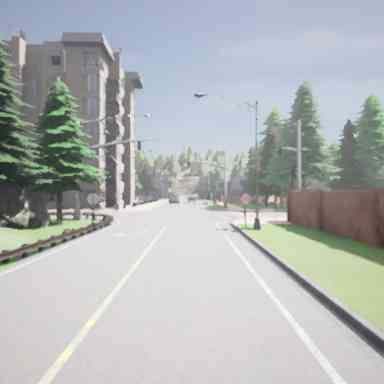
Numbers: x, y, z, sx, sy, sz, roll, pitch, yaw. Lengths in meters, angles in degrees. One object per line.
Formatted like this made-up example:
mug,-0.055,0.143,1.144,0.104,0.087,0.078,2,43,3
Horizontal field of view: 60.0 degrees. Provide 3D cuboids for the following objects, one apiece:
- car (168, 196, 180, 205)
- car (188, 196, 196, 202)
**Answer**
car,-3.511,1.505,64.918,2.097,1.767,4.553,0,0,0
car,0.007,1.531,75.037,2.033,1.411,5.357,0,0,0
